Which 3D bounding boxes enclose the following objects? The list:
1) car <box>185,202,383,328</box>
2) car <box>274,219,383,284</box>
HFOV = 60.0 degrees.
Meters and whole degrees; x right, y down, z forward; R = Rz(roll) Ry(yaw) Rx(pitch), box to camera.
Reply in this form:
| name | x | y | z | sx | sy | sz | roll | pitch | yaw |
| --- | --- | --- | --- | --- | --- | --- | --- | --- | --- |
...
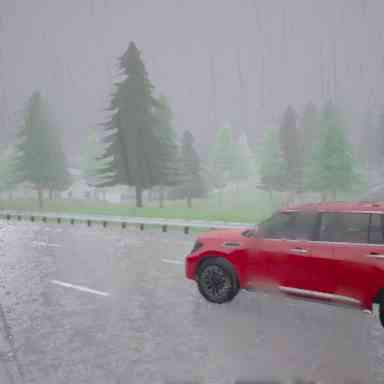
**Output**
| name | x | y | z | sx | sy | sz | roll | pitch | yaw |
| --- | --- | --- | --- | --- | --- | --- | --- | --- | --- |
| car | 2.500 | 1.206 | 6.436 | 5.566 | 2.045 | 2.150 | 0 | 0 | 35 |
| car | 4.845 | 1.579 | 9.057 | 4.718 | 1.301 | 1.895 | 0 | 0 | 35 |
